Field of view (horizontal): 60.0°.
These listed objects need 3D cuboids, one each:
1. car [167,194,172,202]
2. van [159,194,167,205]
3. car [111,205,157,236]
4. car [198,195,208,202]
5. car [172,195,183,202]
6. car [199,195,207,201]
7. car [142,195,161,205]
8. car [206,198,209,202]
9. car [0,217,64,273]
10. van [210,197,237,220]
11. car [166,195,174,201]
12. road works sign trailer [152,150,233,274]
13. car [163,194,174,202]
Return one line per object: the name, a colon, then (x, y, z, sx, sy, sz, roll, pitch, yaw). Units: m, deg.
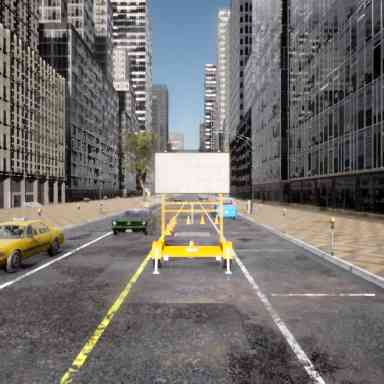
car: (-5.628, 1.562, 67.526, 2.008, 1.369, 4.403, 0, 0, 0)
van: (-5.640, 1.350, 56.190, 1.690, 1.788, 3.998, 0, 0, 0)
car: (-3.083, 1.602, 18.500, 1.895, 1.301, 4.718, 0, 0, 0)
car: (2.757, 1.564, 73.185, 2.008, 1.369, 4.403, 0, 0, 0)
car: (-2.935, 1.559, 68.749, 2.033, 1.411, 5.357, 0, 0, 0)
car: (2.768, 1.561, 84.521, 1.887, 1.381, 4.507, 0, 0, 0)
car: (-5.651, 1.531, 44.684, 1.752, 1.417, 4.829, 0, 0, 0)
car: (2.719, 1.529, 33.678, 1.752, 1.417, 4.829, 0, 0, 0)
car: (-5.683, 1.526, 10.676, 1.752, 1.417, 4.829, 0, 0, 0)
van: (2.713, 1.344, 27.841, 1.690, 1.788, 3.998, 0, 0, 0)
car: (-5.613, 1.541, 84.360, 1.752, 1.417, 4.829, 0, 0, 0)
road works sign trailer: (0.009, 0.465, 10.577, 2.380, 3.560, 2.880, 0, 0, 0)
car: (-5.618, 1.330, 78.862, 2.192, 1.841, 5.009, 0, 0, 0)
